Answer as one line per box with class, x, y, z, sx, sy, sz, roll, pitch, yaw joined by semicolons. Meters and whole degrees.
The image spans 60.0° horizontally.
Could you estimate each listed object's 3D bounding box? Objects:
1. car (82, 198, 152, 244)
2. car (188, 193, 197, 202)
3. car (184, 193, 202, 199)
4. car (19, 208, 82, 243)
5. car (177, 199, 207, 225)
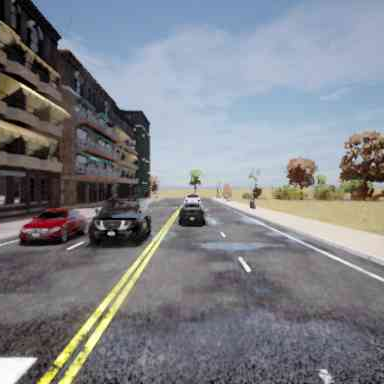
car;-3.240;1.318;16.124;2.150;2.045;5.566;0;0;0
car;0.052;1.207;80.389;2.150;2.045;5.566;0;0;0
car;0.130;1.218;45.493;2.150;2.045;5.566;0;0;0
car;-6.490;1.542;16.152;1.812;1.442;4.674;0;0;0
car;0.014;1.505;24.278;1.837;1.490;4.892;0;0;0
